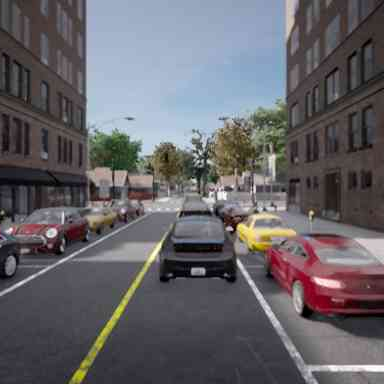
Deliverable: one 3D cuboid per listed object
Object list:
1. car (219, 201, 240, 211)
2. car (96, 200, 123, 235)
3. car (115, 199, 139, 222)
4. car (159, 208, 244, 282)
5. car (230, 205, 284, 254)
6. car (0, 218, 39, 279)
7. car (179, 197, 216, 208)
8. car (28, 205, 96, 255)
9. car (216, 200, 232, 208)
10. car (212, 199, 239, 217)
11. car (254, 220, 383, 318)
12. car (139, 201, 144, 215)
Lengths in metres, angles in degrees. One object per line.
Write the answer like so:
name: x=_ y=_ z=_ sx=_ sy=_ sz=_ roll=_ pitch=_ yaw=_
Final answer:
car: x=2.740 y=1.395 z=18.066 sx=1.887 sy=1.381 sz=4.507 roll=0 pitch=0 yaw=0
car: x=-5.286 y=1.378 z=17.941 sx=1.752 sy=1.417 sz=4.829 roll=0 pitch=0 yaw=0
car: x=-5.252 y=1.247 z=23.629 sx=1.967 sy=1.590 sz=4.097 roll=0 pitch=0 yaw=0
car: x=0.153 y=1.424 z=9.484 sx=1.837 sy=1.490 sz=4.892 roll=0 pitch=0 yaw=1
car: x=2.708 y=1.418 z=12.718 sx=1.752 sy=1.417 sz=4.829 roll=0 pitch=0 yaw=0
car: x=-5.351 y=1.491 z=7.074 sx=2.008 sy=1.369 sz=4.403 roll=0 pitch=0 yaw=0
car: x=0.217 y=1.311 z=20.263 sx=1.882 sy=1.535 sz=5.008 roll=0 pitch=1 yaw=0
car: x=-5.318 y=1.335 z=12.592 sx=1.967 sy=1.590 sz=4.097 roll=0 pitch=0 yaw=0
car: x=2.773 y=1.388 z=23.584 sx=1.802 sy=1.307 sz=4.206 roll=0 pitch=0 yaw=0
car: x=2.807 y=1.329 z=29.102 sx=1.947 sy=1.339 sz=4.313 roll=0 pitch=0 yaw=0
car: x=2.674 y=1.521 z=7.030 sx=1.802 sy=1.307 sz=4.206 roll=0 pitch=0 yaw=0
car: x=-5.218 y=1.346 z=29.149 sx=1.802 sy=1.307 sz=4.206 roll=0 pitch=0 yaw=0
